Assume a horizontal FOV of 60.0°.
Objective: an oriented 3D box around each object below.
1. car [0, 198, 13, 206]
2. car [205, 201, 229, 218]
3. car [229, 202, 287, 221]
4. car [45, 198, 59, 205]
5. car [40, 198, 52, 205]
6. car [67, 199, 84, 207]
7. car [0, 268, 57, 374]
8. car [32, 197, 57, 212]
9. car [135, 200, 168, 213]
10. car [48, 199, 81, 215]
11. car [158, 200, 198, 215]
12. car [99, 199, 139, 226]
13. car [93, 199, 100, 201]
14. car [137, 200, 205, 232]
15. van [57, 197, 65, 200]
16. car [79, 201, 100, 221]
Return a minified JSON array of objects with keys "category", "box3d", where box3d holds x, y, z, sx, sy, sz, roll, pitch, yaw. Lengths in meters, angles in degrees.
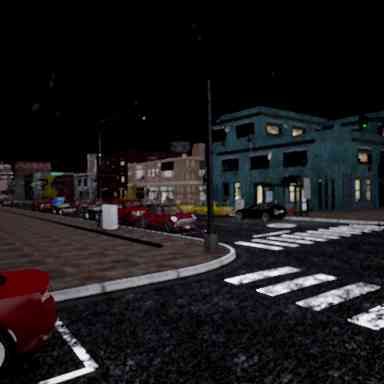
[{"category":"car","box3d":[-41.958,2.238,75.194,2.192,1.841,5.009,-2,1,-37]},{"category":"car","box3d":[1.802,1.498,30.406,1.752,1.417,4.829,-2,1,-37]},{"category":"car","box3d":[5.278,1.467,25.733,1.947,1.339,4.313,-2,1,-37]},{"category":"car","box3d":[-31.828,2.209,75.641,1.887,1.381,4.507,-2,1,-37]},{"category":"car","box3d":[-35.303,2.261,80.314,1.752,1.417,4.829,-2,1,-37]},{"category":"car","box3d":[-21.708,2.038,62.030,1.802,1.307,4.206,-2,1,-37]},{"category":"car","box3d":[-3.958,1.561,3.735,4.507,1.381,1.887,-1,0,-36]},{"category":"car","box3d":[-21.685,1.820,47.996,2.192,1.841,5.009,-2,1,-37]},{"category":"car","box3d":[-4.843,1.660,39.344,2.008,1.369,4.403,-2,1,-37]},{"category":"car","box3d":[-14.930,1.917,38.924,2.008,1.369,4.403,-2,1,-37]},{"category":"car","box3d":[-1.572,1.567,34.943,1.752,1.417,4.829,-2,1,-37]},{"category":"car","box3d":[-4.818,1.473,25.311,2.192,1.841,5.009,-2,1,-37]},{"category":"car","box3d":[-14.967,1.757,52.954,1.967,1.590,4.097,-2,1,-37]},{"category":"car","box3d":[-1.440,1.529,20.776,1.967,1.590,4.097,-2,1,-37]},{"category":"van","box3d":[-28.463,1.936,71.102,1.690,1.788,3.998,-2,1,-37]},{"category":"car","box3d":[-8.183,1.778,29.851,2.008,1.369,4.403,-2,1,-37]}]
